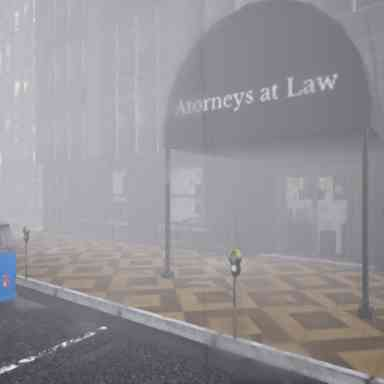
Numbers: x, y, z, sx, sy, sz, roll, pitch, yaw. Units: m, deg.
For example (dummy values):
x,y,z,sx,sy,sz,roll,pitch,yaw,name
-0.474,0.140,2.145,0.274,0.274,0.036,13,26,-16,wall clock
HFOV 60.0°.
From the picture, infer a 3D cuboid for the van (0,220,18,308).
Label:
x,y,z,sx,sy,sz,roll,pitch,yaw,name
-5.103,1.341,6.534,3.998,1.788,1.690,0,0,36,van
